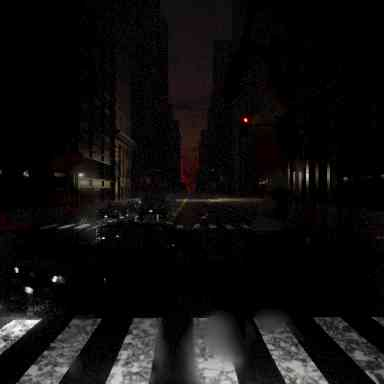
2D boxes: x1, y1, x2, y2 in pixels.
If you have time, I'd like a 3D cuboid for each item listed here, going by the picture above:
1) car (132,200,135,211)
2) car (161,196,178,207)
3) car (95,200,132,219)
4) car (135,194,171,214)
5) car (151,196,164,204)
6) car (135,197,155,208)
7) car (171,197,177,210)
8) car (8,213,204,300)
[{"bbox_3d":[-6.618,1.575,37.052,1.895,1.301,4.718,0,0,0],"label":"car"},{"bbox_3d":[-3.358,1.450,50.499,2.128,1.511,4.902,0,0,0],"label":"car"},{"bbox_3d":[-6.632,1.584,27.936,1.895,1.301,4.718,0,0,1],"label":"car"},{"bbox_3d":[-3.364,1.203,29.983,2.150,2.045,5.566,0,0,0],"label":"car"},{"bbox_3d":[-6.537,1.481,63.401,2.033,1.411,5.357,0,0,0],"label":"car"},{"bbox_3d":[-6.616,1.454,47.268,2.128,1.511,4.902,0,0,0],"label":"car"},{"bbox_3d":[-3.367,1.463,40.077,2.128,1.511,4.902,0,0,0],"label":"car"},{"bbox_3d":[-1.734,1.533,8.763,2.033,1.411,5.357,0,0,34],"label":"car"}]
